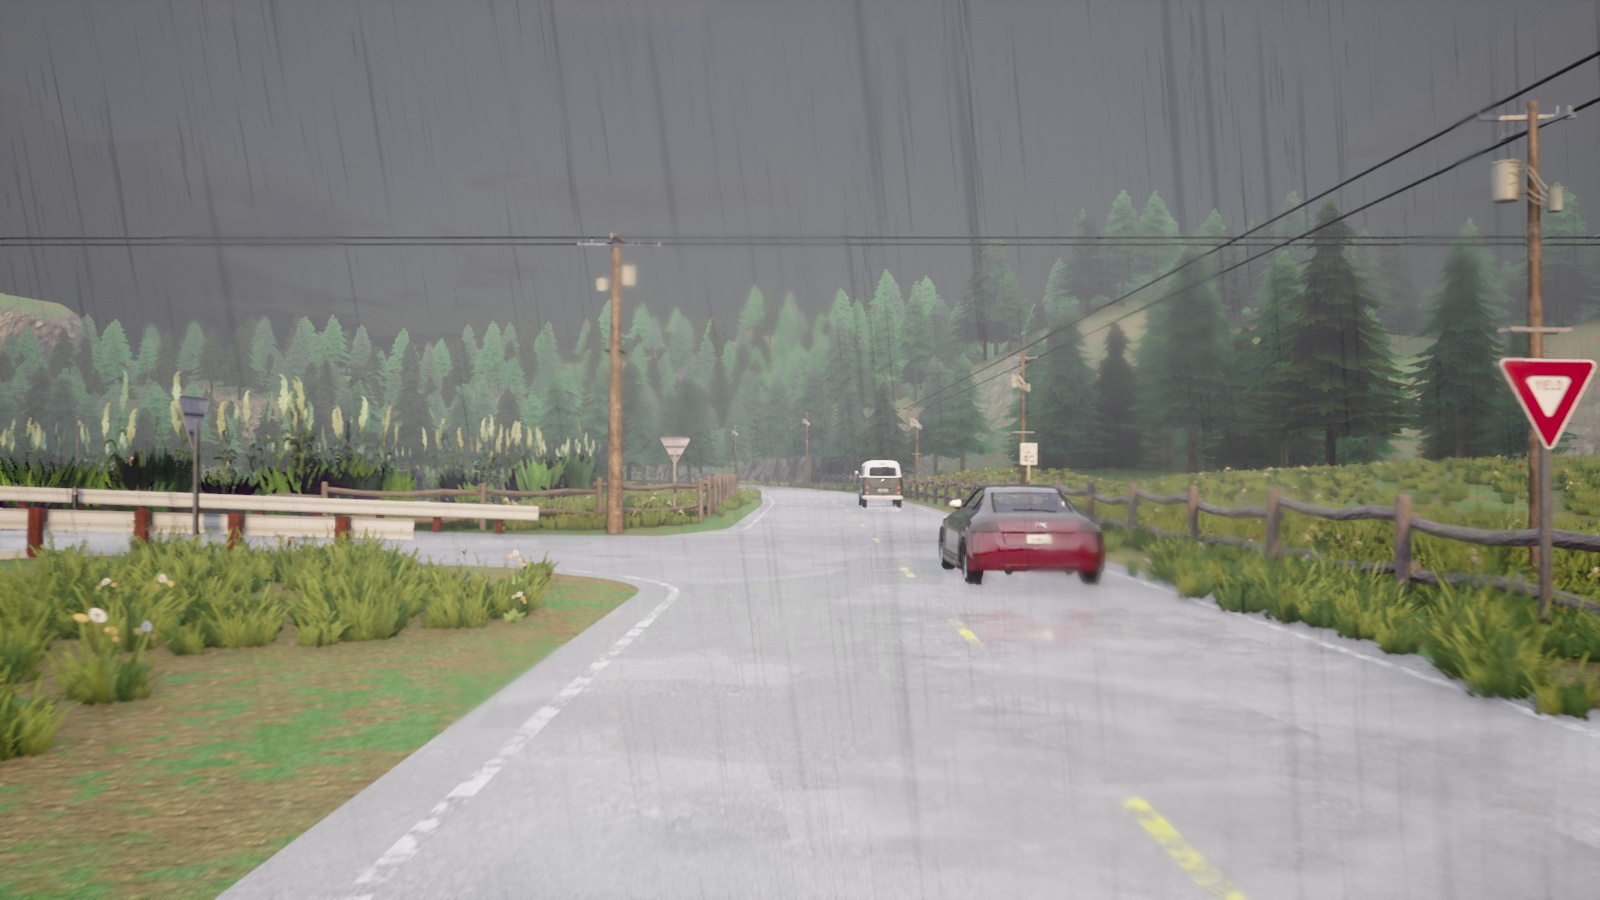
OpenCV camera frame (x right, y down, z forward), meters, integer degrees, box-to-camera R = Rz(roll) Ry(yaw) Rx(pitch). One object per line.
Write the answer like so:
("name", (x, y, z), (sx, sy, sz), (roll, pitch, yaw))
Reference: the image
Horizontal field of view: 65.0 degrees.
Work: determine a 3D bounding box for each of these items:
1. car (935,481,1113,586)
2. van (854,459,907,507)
("car", (3.272, 1.187, 19.193), (1.994, 1.385, 4.181), (0, -1, 1))
("van", (3.538, 1.457, 55.720), (2.069, 2.038, 4.480), (0, -1, 0))
